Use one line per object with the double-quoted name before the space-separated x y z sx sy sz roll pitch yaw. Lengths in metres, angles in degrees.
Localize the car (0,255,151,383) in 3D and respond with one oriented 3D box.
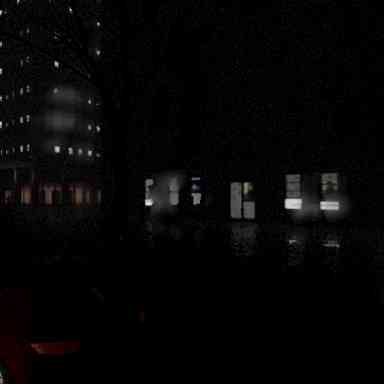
"car" -2.428 1.562 4.615 4.206 1.307 1.802 0 0 36
